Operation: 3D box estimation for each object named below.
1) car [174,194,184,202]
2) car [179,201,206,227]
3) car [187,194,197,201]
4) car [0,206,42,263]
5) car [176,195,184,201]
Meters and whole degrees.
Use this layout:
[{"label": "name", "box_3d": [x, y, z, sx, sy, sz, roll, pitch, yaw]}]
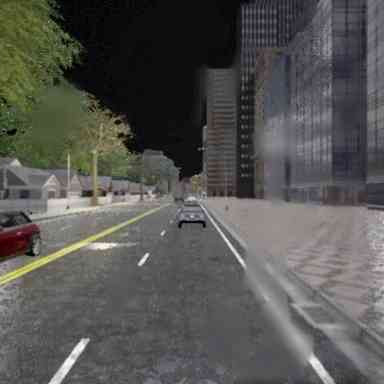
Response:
[{"label": "car", "box_3d": [-3.213, 1.529, 82.148, 2.150, 2.045, 5.566, 0, 0, 0]}, {"label": "car", "box_3d": [0.011, 1.606, 23.569, 2.033, 1.411, 5.357, 0, 0, 0]}, {"label": "car", "box_3d": [0.037, 1.531, 82.147, 2.150, 2.045, 5.566, 0, 0, 0]}, {"label": "car", "box_3d": [-6.540, 1.373, 10.120, 2.097, 1.767, 4.553, 0, 0, 3]}, {"label": "car", "box_3d": [-3.208, 1.671, 92.505, 2.097, 1.767, 4.553, 0, 0, 0]}]
